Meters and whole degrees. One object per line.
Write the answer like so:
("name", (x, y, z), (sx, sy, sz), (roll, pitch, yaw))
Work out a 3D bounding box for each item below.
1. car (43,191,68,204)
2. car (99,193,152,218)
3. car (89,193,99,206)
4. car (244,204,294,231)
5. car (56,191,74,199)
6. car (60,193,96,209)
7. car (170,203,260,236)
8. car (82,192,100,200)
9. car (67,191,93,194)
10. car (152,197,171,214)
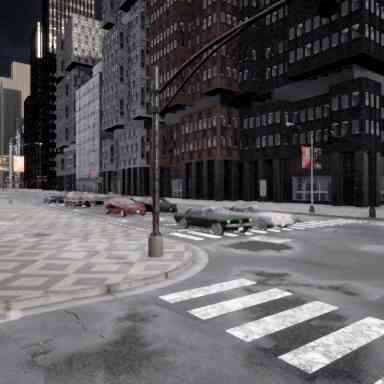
("car", (-19.206, 0.879, 45.875), (2.033, 1.411, 5.357), (0, 1, -35))
("car", (-5.461, 1.153, 26.703), (1.882, 1.535, 5.008), (0, 1, -36))
("car", (-9.924, 1.098, 38.478), (1.895, 1.301, 4.718), (0, 1, -36))
("car", (3.616, 1.427, 19.655), (1.895, 1.301, 4.718), (0, 1, -36))
("car", (-25.005, 0.572, 65.333), (2.033, 1.411, 5.357), (0, 1, -36))
("car", (-12.646, 1.100, 36.699), (1.895, 1.301, 4.718), (0, 1, -36))
("car", (1.040, 1.433, 17.668), (1.895, 1.301, 4.718), (0, 1, -36))
("car", (-18.993, 0.713, 62.542), (1.895, 1.301, 4.718), (0, 1, -36))
("car", (-16.322, 0.685, 47.425), (2.097, 1.767, 4.553), (0, 1, -36))
("car", (-3.176, 1.141, 29.095), (1.882, 1.535, 5.008), (0, 1, -36))
